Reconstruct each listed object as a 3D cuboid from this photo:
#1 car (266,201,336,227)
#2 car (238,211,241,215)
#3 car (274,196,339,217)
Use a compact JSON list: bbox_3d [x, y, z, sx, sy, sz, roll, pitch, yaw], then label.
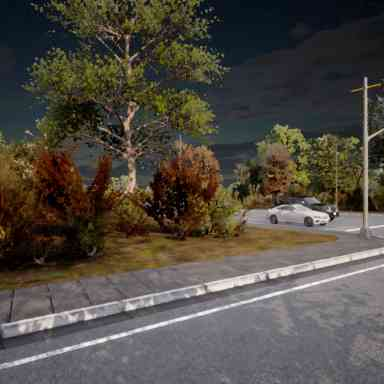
[{"bbox_3d":[7.401,1.600,23.669,1.812,1.442,4.674,0,-1,-38],"label":"car"},{"bbox_3d":[2.854,1.589,34.535,2.097,1.767,4.553,0,-1,-42],"label":"car"},{"bbox_3d":[9.084,1.316,27.263,2.150,2.045,5.566,0,-1,-37],"label":"car"}]
